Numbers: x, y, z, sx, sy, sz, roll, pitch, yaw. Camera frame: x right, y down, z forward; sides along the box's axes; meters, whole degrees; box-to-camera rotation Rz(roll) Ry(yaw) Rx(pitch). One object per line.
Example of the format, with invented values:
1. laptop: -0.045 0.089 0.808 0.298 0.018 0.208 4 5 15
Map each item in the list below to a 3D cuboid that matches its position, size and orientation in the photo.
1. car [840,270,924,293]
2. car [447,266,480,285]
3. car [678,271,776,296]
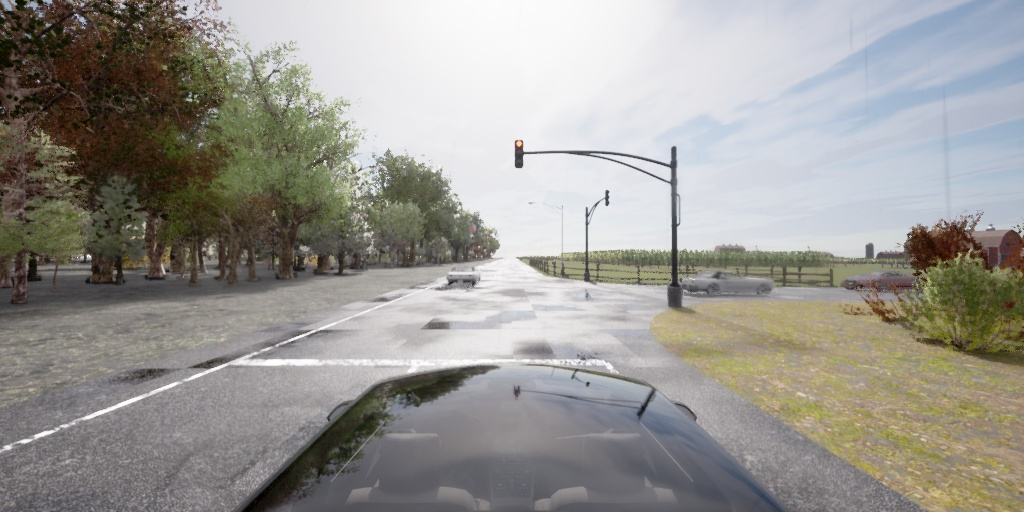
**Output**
1. car: 24.135 1.630 23.423 4.181 1.385 1.994 1 -1 0
2. car: -3.375 1.353 25.843 1.895 1.301 4.718 0 0 0
3. car: 11.702 1.466 19.670 4.718 1.301 1.895 1 -1 -7
